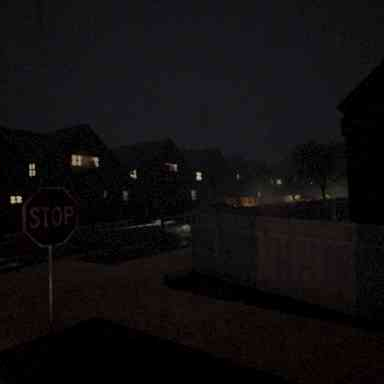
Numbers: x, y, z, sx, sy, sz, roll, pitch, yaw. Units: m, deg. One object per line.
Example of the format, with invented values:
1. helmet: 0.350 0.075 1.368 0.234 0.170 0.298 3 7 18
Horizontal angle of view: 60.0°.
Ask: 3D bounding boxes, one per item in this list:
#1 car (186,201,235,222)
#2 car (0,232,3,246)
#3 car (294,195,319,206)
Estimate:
1. car: 1.504 1.450 25.679 1.882 1.535 5.008 -2 -1 36
2. car: -9.109 1.629 11.183 1.837 1.490 4.892 -2 -1 36
3. car: 15.207 1.174 44.257 2.097 1.767 4.553 -2 -1 37
